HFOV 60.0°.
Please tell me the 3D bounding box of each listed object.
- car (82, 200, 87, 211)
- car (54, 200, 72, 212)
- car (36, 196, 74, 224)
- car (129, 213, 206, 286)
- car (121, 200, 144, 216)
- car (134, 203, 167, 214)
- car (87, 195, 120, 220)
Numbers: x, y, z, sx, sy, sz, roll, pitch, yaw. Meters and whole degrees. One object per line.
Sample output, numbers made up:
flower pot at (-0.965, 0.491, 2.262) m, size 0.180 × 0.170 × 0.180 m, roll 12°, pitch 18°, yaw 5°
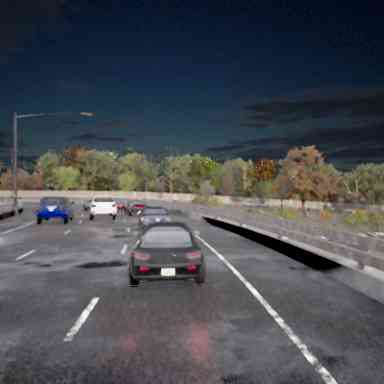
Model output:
car at (-13.247, 1.734, 43.756) m, size 2.033 × 1.411 × 5.357 m, roll 0°, pitch 0°, yaw -24°
car at (-16.655, 1.786, 42.724) m, size 1.895 × 1.301 × 4.718 m, roll 0°, pitch 0°, yaw -24°
car at (-10.651, 1.336, 26.123) m, size 2.150 × 2.045 × 5.566 m, roll 0°, pitch 0°, yaw -15°
car at (-0.711, 1.564, 9.475) m, size 1.812 × 1.442 × 4.674 m, roll 0°, pitch 0°, yaw -5°
car at (-5.786, 1.646, 34.095) m, size 1.837 × 1.490 × 4.892 m, roll 0°, pitch 0°, yaw -18°
car at (-2.413, 1.634, 21.084) m, size 2.033 × 1.411 × 5.357 m, roll 0°, pitch 0°, yaw -11°
car at (-8.083, 1.343, 29.921) m, size 2.150 × 2.045 × 5.566 m, roll 0°, pitch -1°, yaw -18°
